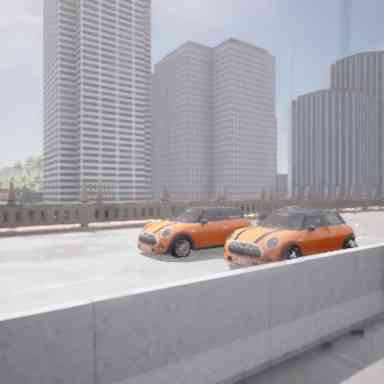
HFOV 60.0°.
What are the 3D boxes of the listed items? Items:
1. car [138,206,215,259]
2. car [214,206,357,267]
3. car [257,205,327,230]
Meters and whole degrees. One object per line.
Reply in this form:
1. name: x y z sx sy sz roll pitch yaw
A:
1. car: 0.228 1.350 12.764 4.553 1.767 2.097 0 0 -36
2. car: 3.213 1.347 10.596 4.553 1.767 2.097 0 0 -36
3. car: 6.541 1.590 21.585 4.718 1.301 1.895 0 0 -36
